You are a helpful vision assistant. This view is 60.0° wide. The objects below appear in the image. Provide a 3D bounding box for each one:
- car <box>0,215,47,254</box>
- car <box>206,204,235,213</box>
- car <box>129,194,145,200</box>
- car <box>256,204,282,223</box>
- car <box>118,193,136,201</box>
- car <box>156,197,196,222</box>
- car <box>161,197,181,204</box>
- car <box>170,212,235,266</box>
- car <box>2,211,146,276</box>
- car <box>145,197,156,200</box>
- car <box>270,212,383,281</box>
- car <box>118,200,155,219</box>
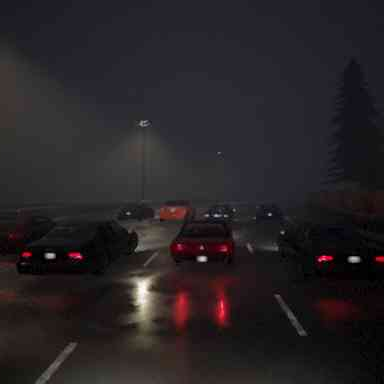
[{"bbox_3d":[-6.387,1.581,12.992,1.994,1.385,4.181,0,0,6],"label":"car"},{"bbox_3d":[2.028,1.576,23.915,2.033,1.411,5.357,0,0,10],"label":"car"},{"bbox_3d":[-10.189,1.677,68.193,1.895,1.301,4.718,0,0,23],"label":"car"},{"bbox_3d":[5.986,1.596,25.871,1.994,1.385,4.181,0,0,11],"label":"car"},{"bbox_3d":[-13.271,1.309,69.884,2.150,2.045,5.566,0,0,23],"label":"car"},{"bbox_3d":[-1.028,1.383,26.475,2.097,1.767,4.553,0,0,11],"label":"car"},{"bbox_3d":[-3.995,1.678,64.860,1.895,1.301,4.718,0,0,23],"label":"car"},{"bbox_3d":[0.505,1.615,11.675,1.895,1.301,4.718,0,0,6],"label":"car"},{"bbox_3d":[-3.141,1.560,10.372,2.033,1.411,5.357,0,0,5],"label":"car"},{"bbox_3d":[-6.991,1.638,66.758,1.994,1.385,4.181,0,0,23],"label":"car"},{"bbox_3d":[3.847,1.560,9.945,2.033,1.411,5.357,0,0,5],"label":"car"},{"bbox_3d":[-4.443,1.598,27.253,1.994,1.385,4.181,0,0,11],"label":"car"}]
